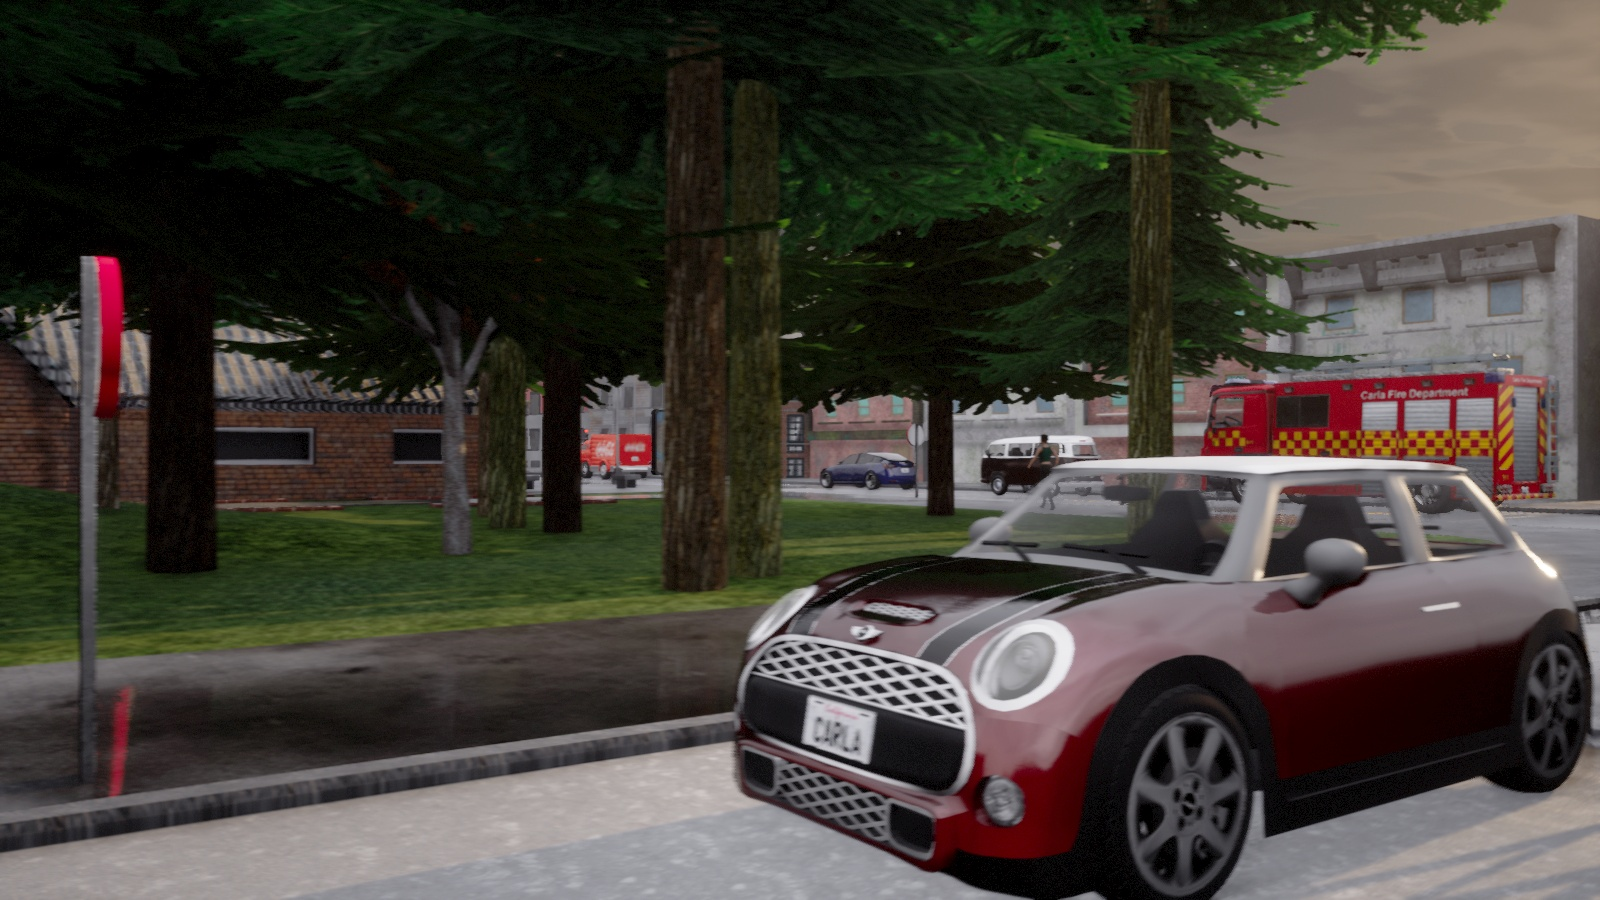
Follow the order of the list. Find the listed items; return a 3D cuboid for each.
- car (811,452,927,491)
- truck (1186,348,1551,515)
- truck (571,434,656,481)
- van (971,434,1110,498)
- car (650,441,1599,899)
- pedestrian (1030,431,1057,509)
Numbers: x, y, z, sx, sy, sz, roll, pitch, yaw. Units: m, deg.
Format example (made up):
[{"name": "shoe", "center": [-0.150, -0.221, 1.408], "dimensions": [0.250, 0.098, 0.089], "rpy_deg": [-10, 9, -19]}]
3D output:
[{"name": "car", "center": [2.699, 0.816, 50.369], "dimensions": [2.163, 1.488, 4.792], "rpy_deg": [0, 0, -35]}, {"name": "truck", "center": [14.609, -0.416, 33.126], "dimensions": [2.891, 3.827, 8.468], "rpy_deg": [0, 0, -35]}, {"name": "truck", "center": [-10.327, 0.403, 69.292], "dimensions": [2.627, 2.467, 5.204], "rpy_deg": [0, 0, -35]}, {"name": "van", "center": [8.079, 0.509, 42.540], "dimensions": [2.069, 2.038, 4.480], "rpy_deg": [0, 0, -34]}, {"name": "car", "center": [1.525, 0.714, 5.329], "dimensions": [3.806, 1.475, 1.970], "rpy_deg": [0, 0, -35]}, {"name": "pedestrian", "center": [5.788, 0.483, 29.901], "dimensions": [0.345, 1.836, 0.594], "rpy_deg": [0, 0, -25]}]
